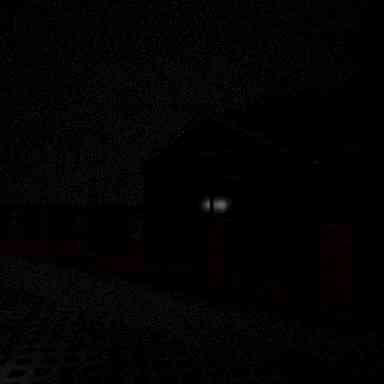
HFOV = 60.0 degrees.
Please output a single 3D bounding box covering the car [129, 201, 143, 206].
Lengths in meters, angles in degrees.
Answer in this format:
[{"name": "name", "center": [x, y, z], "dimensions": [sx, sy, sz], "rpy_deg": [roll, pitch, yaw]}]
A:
[{"name": "car", "center": [-4.795, 1.607, 30.982], "dimensions": [2.097, 1.767, 4.553], "rpy_deg": [0, -1, 35]}]
